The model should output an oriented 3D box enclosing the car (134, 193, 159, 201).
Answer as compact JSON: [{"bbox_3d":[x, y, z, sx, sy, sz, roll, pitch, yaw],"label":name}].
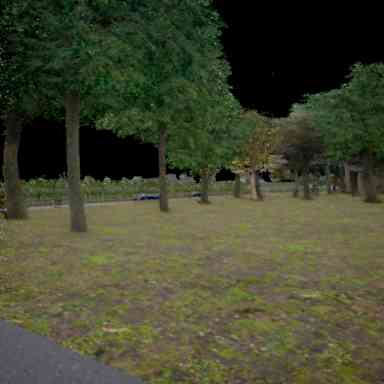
[{"bbox_3d":[-7.935,0.967,58.919,1.895,1.301,4.718,-2,0,36],"label":"car"}]

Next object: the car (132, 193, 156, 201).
[{"bbox_3d":[-8.914,0.952,62.353,1.994,1.385,4.181,-2,0,36],"label":"car"}]

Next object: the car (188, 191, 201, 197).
[{"bbox_3d":[1.169,0.481,71.619,1.895,1.301,4.718,-2,0,36],"label":"car"}]

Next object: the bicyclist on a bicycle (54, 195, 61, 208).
[{"bbox_3d":[-16.721,1.172,41.299,1.656,1.620,0.582,-1,1,36],"label":"bicyclist on a bicycle"}]
